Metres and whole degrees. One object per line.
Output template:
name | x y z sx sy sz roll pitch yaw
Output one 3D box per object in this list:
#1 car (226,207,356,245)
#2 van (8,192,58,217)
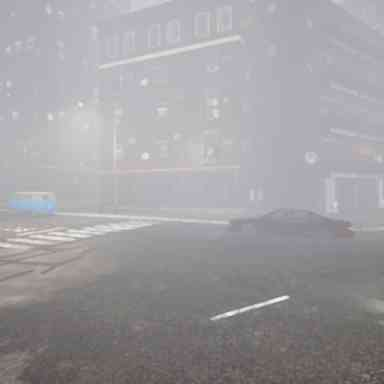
car | 4.298 1.386 14.861 5.357 1.411 2.033 2 2 14
van | -12.019 0.877 25.033 3.998 1.788 1.690 1 0 25
